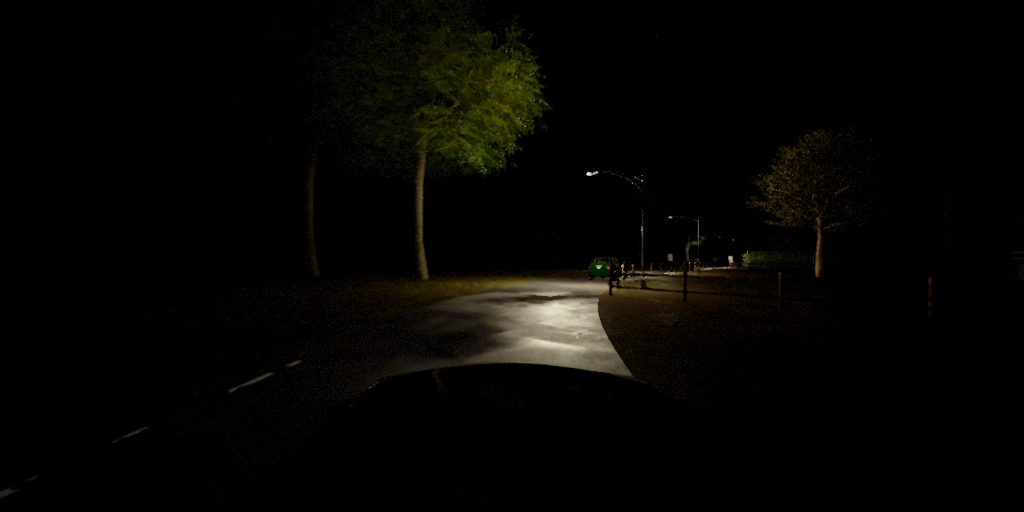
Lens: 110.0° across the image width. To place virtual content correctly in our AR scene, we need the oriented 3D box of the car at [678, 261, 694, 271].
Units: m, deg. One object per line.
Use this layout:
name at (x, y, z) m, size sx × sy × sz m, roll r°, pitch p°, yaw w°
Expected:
car at (28.406, 1.662, 58.758) m, size 1.837 × 1.490 × 4.892 m, roll 0°, pitch -2°, yaw 37°

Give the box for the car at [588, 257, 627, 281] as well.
car at (8.484, 1.099, 31.565) m, size 2.150 × 2.045 × 5.566 m, roll 0°, pitch -1°, yaw 31°
